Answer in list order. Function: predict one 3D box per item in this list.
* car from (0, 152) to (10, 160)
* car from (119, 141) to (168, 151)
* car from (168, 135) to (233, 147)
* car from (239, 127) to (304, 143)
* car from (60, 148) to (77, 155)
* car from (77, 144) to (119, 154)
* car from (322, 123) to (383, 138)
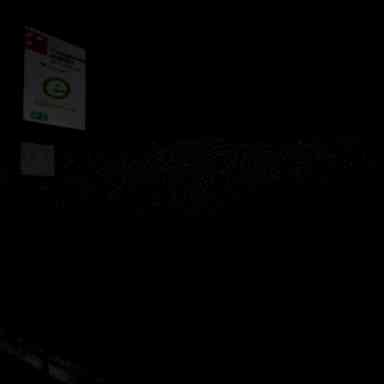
[{"bbox_3d":[-22.047,-4.211,41.661,4.553,1.767,2.185,1,0,34],"label":"car"},{"bbox_3d":[-3.781,-3.800,29.388,4.674,1.452,2.002,1,1,33],"label":"car"},{"bbox_3d":[0.934,-3.754,26.463,5.008,1.535,2.097,1,1,32],"label":"car"},{"bbox_3d":[5.690,-3.794,23.651,4.553,1.767,2.185,1,1,31],"label":"car"},{"bbox_3d":[-13.000,-3.985,35.510,4.892,1.521,2.231,1,0,34],"label":"car"},{"bbox_3d":[-8.431,-3.921,32.413,4.892,1.521,2.231,1,1,34],"label":"car"},{"bbox_3d":[10.685,-3.549,20.854,4.792,1.488,2.163,1,1,29],"label":"car"}]
